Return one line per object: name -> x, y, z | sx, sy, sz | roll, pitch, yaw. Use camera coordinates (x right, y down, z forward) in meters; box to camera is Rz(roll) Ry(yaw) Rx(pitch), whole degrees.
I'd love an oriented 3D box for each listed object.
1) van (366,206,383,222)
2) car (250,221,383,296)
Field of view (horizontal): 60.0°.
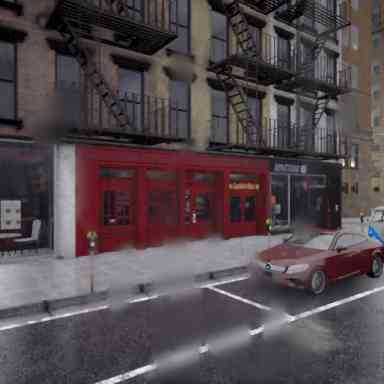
van -> 7.786, 1.341, 11.696 | 3.998, 1.788, 1.690 | 0, 0, -35
car -> 3.374, 1.582, 8.572 | 4.206, 1.307, 1.802 | 0, 0, -35
